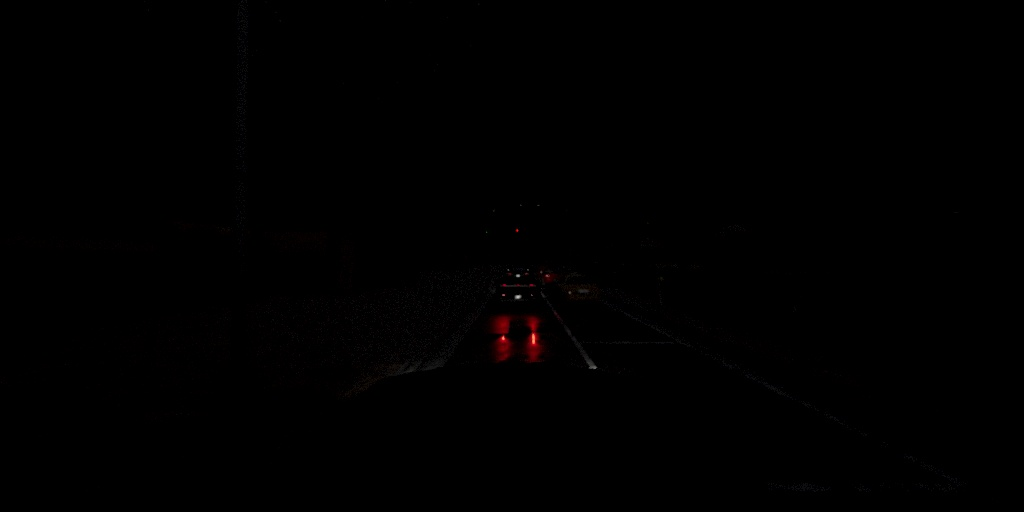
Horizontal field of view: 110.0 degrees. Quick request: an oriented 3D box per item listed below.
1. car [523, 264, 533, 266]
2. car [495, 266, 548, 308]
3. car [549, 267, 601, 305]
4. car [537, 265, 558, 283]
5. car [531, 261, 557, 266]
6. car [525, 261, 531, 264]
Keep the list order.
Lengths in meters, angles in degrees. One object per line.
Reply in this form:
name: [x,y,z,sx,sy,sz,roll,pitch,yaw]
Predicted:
car: [0.532,1.606,31.148,1.994,1.385,4.181,0,-1,1]
car: [0.277,1.380,16.151,2.128,1.511,4.902,0,0,1]
car: [2.924,1.406,16.757,1.751,1.417,4.829,0,0,1]
car: [3.107,1.573,27.483,1.802,1.307,4.207,0,0,1]
car: [3.200,1.364,32.931,2.192,1.841,5.009,0,0,1]
car: [3.651,1.900,59.355,1.888,1.381,4.507,0,0,1]
